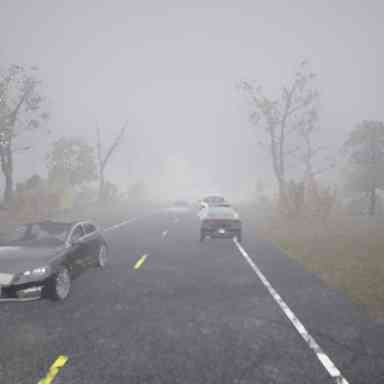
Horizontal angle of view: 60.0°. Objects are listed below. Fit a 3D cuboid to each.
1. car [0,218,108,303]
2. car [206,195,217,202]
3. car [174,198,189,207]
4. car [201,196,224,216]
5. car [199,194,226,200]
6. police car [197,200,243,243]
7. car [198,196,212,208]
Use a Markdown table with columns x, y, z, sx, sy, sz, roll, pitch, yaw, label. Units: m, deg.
| x | y | z | sx | sy | sz | roll | pitch | yaw | label |
| --- | --- | --- | --- | --- | --- | --- | --- | --- | --- |
| -3.502 | 1.463 | 8.304 | 2.128 | 1.511 | 4.902 | 0 | 0 | 1 | car |
| 4.210 | 1.406 | 71.523 | 2.033 | 1.411 | 5.357 | 0 | 0 | 7 | car |
| -1.543 | 1.543 | 48.967 | 1.895 | 1.301 | 4.718 | 0 | 0 | 5 | car |
| 1.940 | 1.297 | 31.991 | 2.097 | 1.767 | 4.553 | 0 | 0 | 3 | car |
| 1.654 | 1.177 | 26.084 | 2.150 | 2.045 | 5.566 | 0 | 0 | 3 | car |
| 1.295 | 1.394 | 16.215 | 1.930 | 1.638 | 5.238 | 0 | 0 | 2 | police car |
| 2.042 | 1.458 | 49.429 | 1.837 | 1.490 | 4.892 | 0 | 0 | 5 | car |
